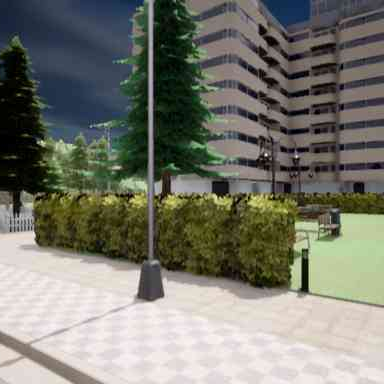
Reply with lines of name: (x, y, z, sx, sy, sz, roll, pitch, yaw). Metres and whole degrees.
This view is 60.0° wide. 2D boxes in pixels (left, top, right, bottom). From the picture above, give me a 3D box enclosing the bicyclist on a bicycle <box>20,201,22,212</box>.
bicyclist on a bicycle: (-18.425, 1.277, 35.129, 1.656, 1.620, 0.582, 0, 0, 36)
